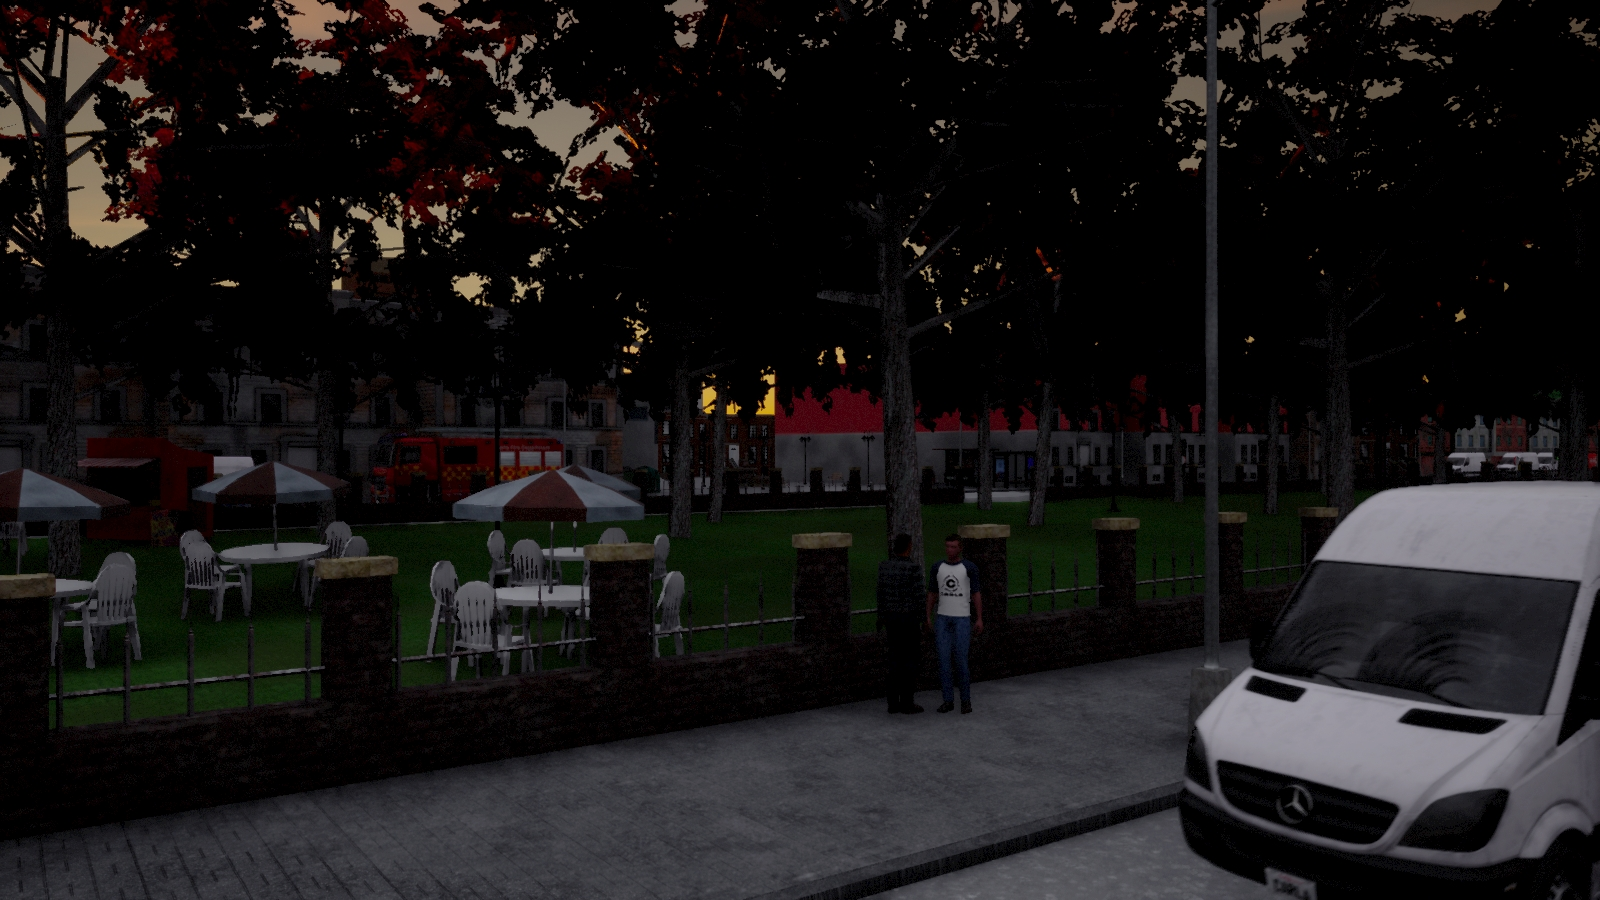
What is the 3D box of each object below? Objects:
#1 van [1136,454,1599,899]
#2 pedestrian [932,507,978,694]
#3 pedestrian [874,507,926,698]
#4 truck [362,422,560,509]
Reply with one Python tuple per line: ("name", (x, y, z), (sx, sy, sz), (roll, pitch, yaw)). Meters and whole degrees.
("van", (5.072, 1.315, 7.999), (5.915, 2.561, 1.988), (0, 0, -35))
("pedestrian", (1.595, 1.525, 11.754), (0.375, 1.860, 0.375), (0, 0, 25))
("pedestrian", (1.015, 1.525, 11.558), (0.375, 1.860, 0.375), (0, 0, 41))
("truck", (-15.884, 0.671, 53.854), (8.468, 3.827, 2.891), (0, 0, -35))
